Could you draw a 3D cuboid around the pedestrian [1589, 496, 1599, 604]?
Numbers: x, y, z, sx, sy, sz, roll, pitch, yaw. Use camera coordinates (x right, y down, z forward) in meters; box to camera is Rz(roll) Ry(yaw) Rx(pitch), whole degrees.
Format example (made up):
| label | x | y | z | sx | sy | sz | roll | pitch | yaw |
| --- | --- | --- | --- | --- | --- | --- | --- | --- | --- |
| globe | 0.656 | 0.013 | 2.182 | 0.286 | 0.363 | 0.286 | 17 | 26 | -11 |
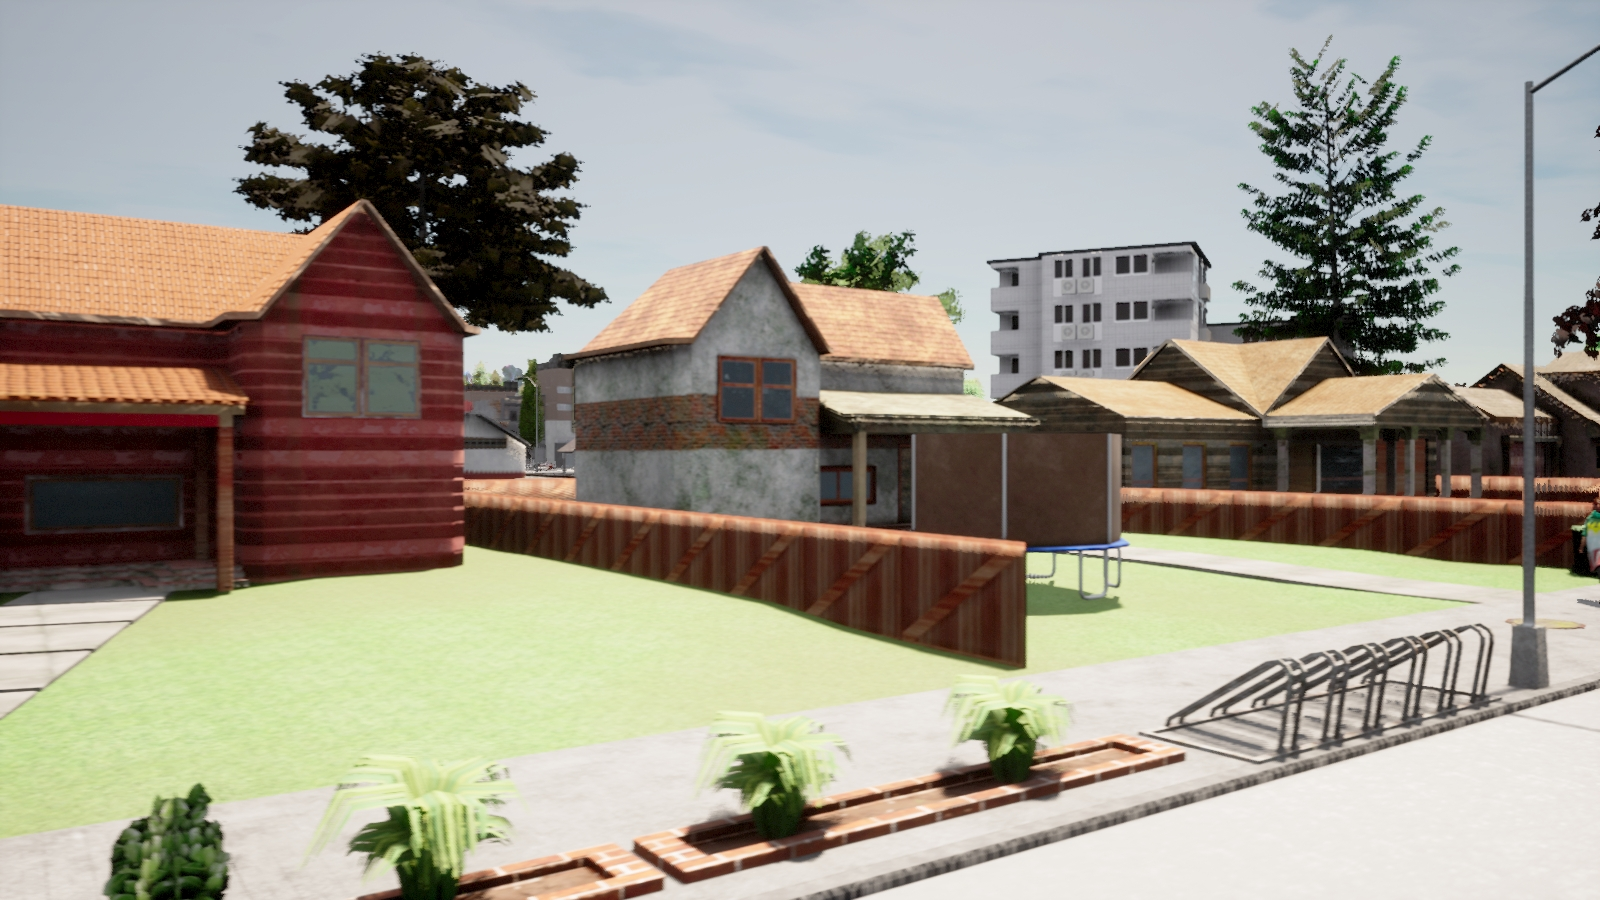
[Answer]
| label | x | y | z | sx | sy | sz | roll | pitch | yaw |
| --- | --- | --- | --- | --- | --- | --- | --- | --- | --- |
| pedestrian | 14.090 | 1.741 | 19.952 | 0.375 | 1.860 | 0.375 | 0 | 0 | -24 |
